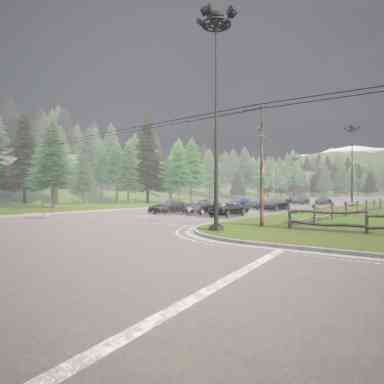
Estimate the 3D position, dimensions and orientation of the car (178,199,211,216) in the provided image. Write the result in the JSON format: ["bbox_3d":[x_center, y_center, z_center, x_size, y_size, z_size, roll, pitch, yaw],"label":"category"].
[{"bbox_3d":[1.177,1.491,33.249,2.128,1.511,4.902,0,0,36],"label":"car"}]

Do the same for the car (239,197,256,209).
[{"bbox_3d":[8.328,1.526,42.950,1.812,1.442,4.674,0,0,36],"label":"car"}]

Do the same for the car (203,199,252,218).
[{"bbox_3d":[3.328,1.601,30.243,1.895,1.301,4.718,0,0,36],"label":"car"}]

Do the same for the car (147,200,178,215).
[{"bbox_3d":[-2.225,1.547,34.507,2.033,1.411,5.357,0,0,36],"label":"car"}]

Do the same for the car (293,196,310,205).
[{"bbox_3d":[18.795,1.507,57.104,1.837,1.490,4.892,0,-1,37],"label":"car"}]

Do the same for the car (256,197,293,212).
[{"bbox_3d":[9.694,1.478,38.930,1.882,1.535,5.008,0,0,36],"label":"car"}]

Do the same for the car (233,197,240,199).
[{"bbox_3d":[6.572,1.478,46.489,1.882,1.535,5.008,0,0,36],"label":"car"}]

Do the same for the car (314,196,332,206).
[{"bbox_3d":[21.832,1.507,55.321,1.837,1.490,4.892,0,-1,37],"label":"car"}]

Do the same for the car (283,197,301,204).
[{"bbox_3d":[19.079,1.601,63.309,1.895,1.301,4.718,0,0,37],"label":"car"}]
